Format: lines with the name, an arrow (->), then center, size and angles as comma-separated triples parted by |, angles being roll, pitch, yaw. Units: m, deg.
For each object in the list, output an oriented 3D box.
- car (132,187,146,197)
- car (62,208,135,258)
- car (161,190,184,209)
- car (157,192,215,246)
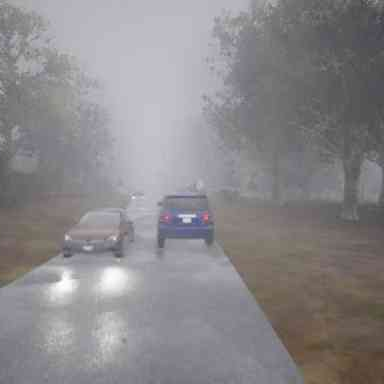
car -> -8.800, -0.004, 54.983 | 1.837, 1.490, 4.892 | 1, 1, -12
car -> -3.175, 1.336, 12.116 | 1.812, 1.442, 4.674 | 1, 1, -3
car -> -1.966, 0.689, 32.357 | 1.882, 1.535, 5.008 | 1, 2, -7
car -> -0.324, 1.022, 14.310 | 2.150, 2.045, 5.566 | 1, 1, -3
